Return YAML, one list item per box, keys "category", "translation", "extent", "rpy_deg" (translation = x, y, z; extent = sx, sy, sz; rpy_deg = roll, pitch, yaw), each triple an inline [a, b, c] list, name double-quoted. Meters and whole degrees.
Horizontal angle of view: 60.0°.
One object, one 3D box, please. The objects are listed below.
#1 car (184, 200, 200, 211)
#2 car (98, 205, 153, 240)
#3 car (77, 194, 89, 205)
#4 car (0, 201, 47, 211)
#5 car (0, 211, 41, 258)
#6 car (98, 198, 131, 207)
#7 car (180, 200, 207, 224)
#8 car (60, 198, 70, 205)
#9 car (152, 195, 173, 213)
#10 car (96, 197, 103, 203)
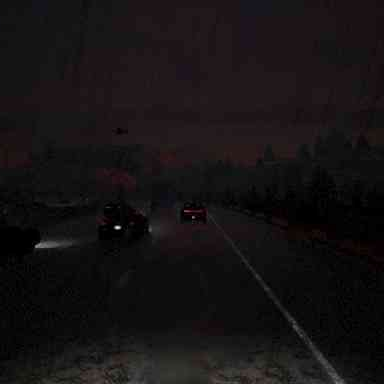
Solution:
- category: "car"
  translation: [-0.072, 1.722, 43.018]
  extent: [1.895, 1.301, 4.718]
  rpy_deg: [0, 0, -2]
- category: "car"
  translation: [-3.404, 1.596, 17.232]
  extent: [1.994, 1.385, 4.181]
  rpy_deg: [0, 0, 0]
- category: "car"
  translation: [-22.327, 1.501, 68.341]
  extent: [2.150, 2.045, 5.566]
  rpy_deg: [0, 0, -18]
- category: "car"
  translation: [-14.115, 1.571, 28.583]
  extent: [1.837, 1.490, 4.892]
  rpy_deg: [0, 0, 0]
- category: "car"
  translation: [-6.903, 1.565, 10.737]
  extent: [2.033, 1.411, 5.357]
  rpy_deg: [0, 0, 0]
- category: "car"
  translation: [-6.907, 1.568, 31.351]
  extent: [2.128, 1.511, 4.902]
  rpy_deg: [0, 0, 0]
- category: "car"
  translation: [0.094, 1.548, 25.411]
  extent: [2.128, 1.511, 4.902]
  rpy_deg: [0, 0, 0]
- category: "car"
  translation: [-25.586, 1.818, 67.067]
  extent: [2.033, 1.411, 5.357]
  rpy_deg: [0, 0, -18]
- category: "car"
  translation: [-3.442, 1.326, 38.717]
  extent: [2.150, 2.045, 5.566]
  rpy_deg: [0, 0, -1]
- category: "car"
  translation: [-19.086, 1.827, 69.668]
  extent: [1.994, 1.385, 4.181]
  rpy_deg: [0, 0, -18]
